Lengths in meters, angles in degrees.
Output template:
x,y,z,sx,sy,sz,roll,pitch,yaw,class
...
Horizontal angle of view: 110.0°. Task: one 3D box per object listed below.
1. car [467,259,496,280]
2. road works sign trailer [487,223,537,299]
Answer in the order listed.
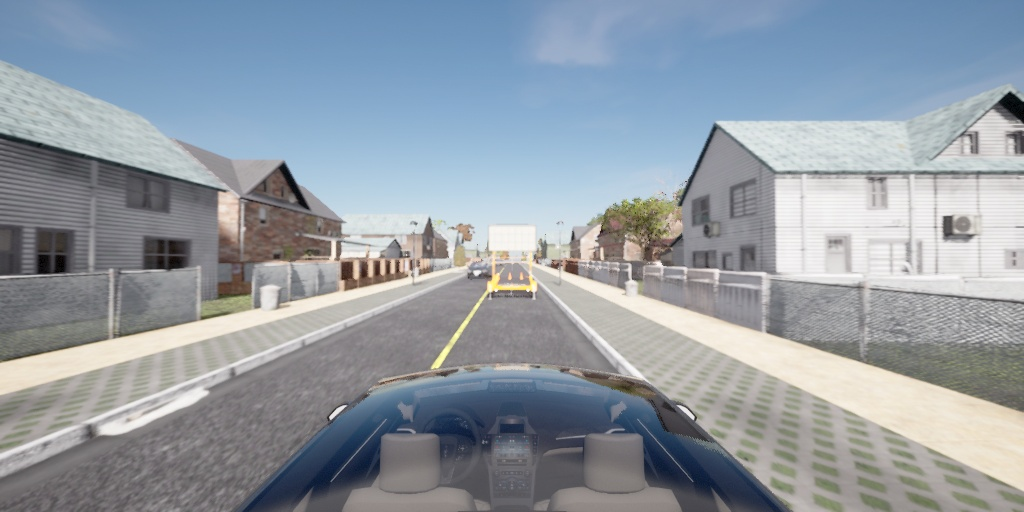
x,y,z,sx,sy,sz,roll,pitch,yaw,class
-2.846,1.219,31.631,2.128,1.511,4.902,0,0,0,car
0.011,0.194,17.727,2.380,3.560,2.880,0,0,0,road works sign trailer
